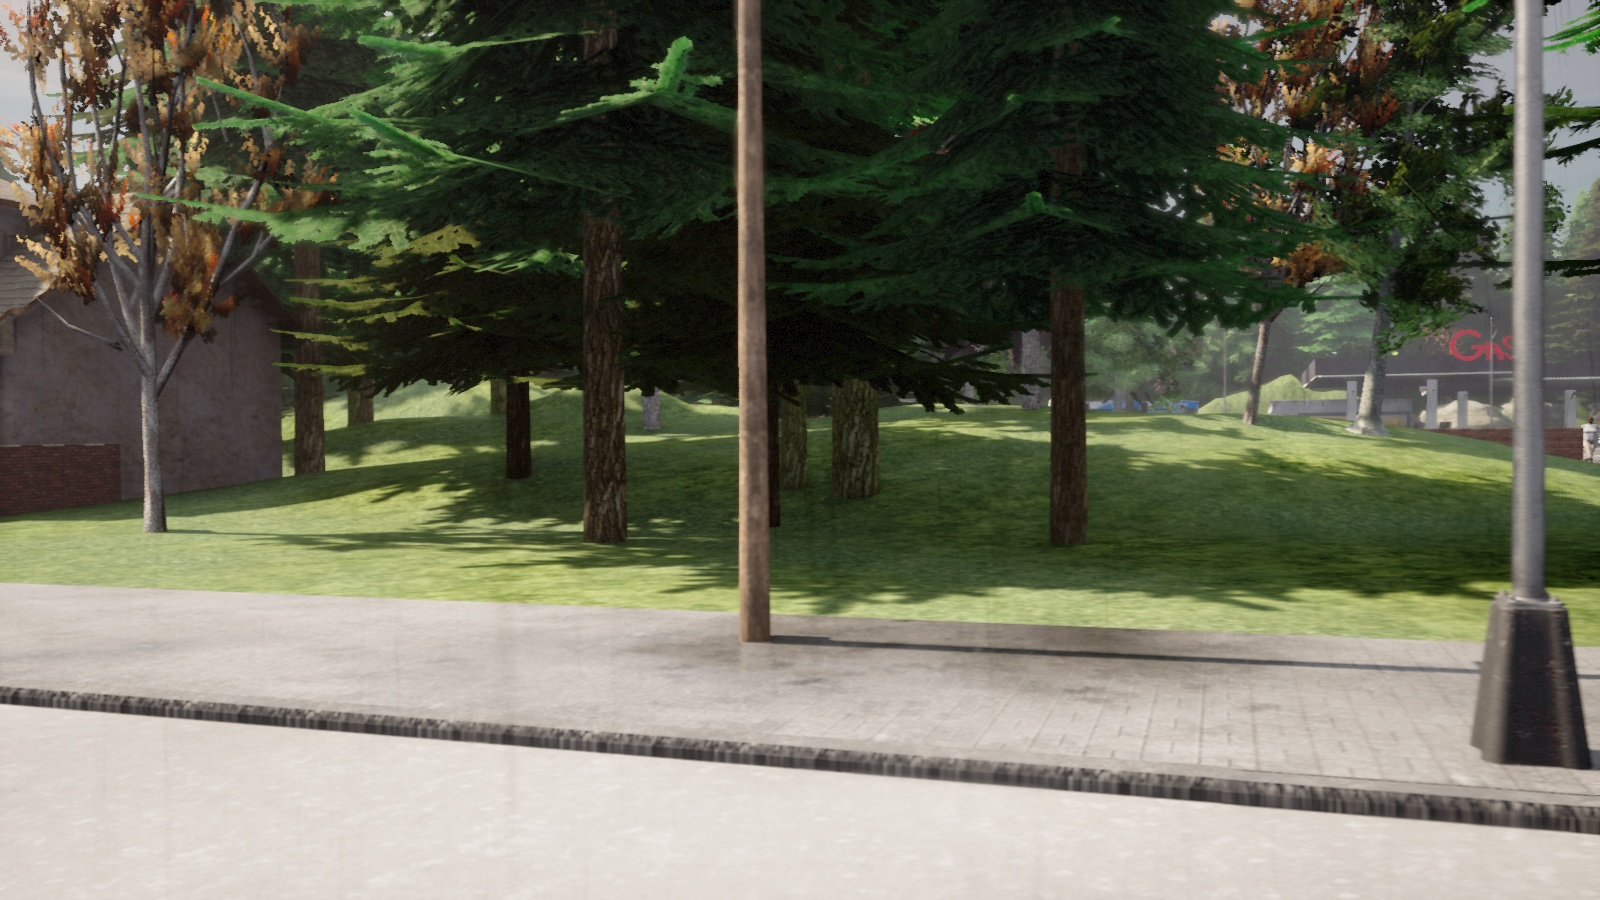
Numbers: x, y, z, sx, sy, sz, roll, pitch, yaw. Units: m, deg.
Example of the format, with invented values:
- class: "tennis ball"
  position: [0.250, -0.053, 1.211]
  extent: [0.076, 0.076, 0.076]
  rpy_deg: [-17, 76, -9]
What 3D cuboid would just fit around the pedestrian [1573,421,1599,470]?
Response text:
- class: "pedestrian"
  position: [30.152, -0.184, 47.966]
  extent: [0.874, 1.855, 0.900]
  rpy_deg: [0, 1, 21]
